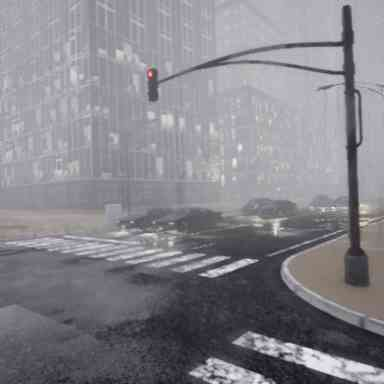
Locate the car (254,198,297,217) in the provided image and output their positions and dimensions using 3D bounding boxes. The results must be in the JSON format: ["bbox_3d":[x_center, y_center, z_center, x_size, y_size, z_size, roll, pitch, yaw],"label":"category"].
[{"bbox_3d":[8.043,1.457,30.839,1.882,1.535,5.008,-2,-1,39],"label":"car"}]

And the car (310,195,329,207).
[{"bbox_3d":[19.201,1.243,49.380,2.097,1.767,4.553,-2,-1,39],"label":"car"}]

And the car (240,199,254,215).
[{"bbox_3d":[6.837,1.414,34.491,2.097,1.767,4.553,-2,-1,39],"label":"car"}]

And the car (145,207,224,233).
[{"bbox_3d":[-0.107,1.650,20.927,2.033,1.411,5.357,-2,-1,39],"label":"car"}]

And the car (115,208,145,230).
[{"bbox_3d":[-2.641,1.753,22.959,2.033,1.411,5.357,-2,-1,39],"label":"car"}]

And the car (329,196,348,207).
[{"bbox_3d":[21.531,1.288,47.098,1.837,1.490,4.892,-2,-1,40],"label":"car"}]
